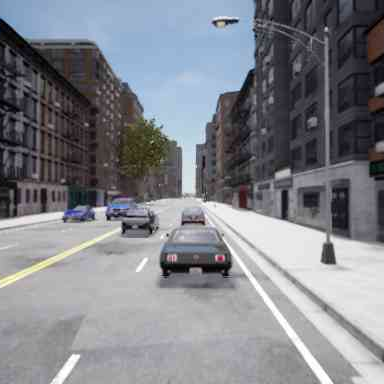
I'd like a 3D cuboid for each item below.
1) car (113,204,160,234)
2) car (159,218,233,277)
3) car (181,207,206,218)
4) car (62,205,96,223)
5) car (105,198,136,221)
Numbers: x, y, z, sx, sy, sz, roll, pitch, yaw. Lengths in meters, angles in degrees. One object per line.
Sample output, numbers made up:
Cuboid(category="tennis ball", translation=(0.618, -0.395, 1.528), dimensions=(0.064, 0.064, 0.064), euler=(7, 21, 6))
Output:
Cuboid(category="car", translation=(-3.154, 1.740, 20.883), dimensions=(2.128, 1.511, 4.902), euler=(0, -1, 0))
Cuboid(category="car", translation=(0.101, 1.726, 10.620), dimensions=(1.895, 1.301, 4.718), euler=(0, -1, 0))
Cuboid(category="car", translation=(0.092, 1.856, 25.734), dimensions=(2.033, 1.411, 5.357), euler=(0, -1, 0))
Cuboid(category="car", translation=(-9.851, 1.880, 29.395), dimensions=(1.812, 1.442, 4.674), euler=(0, -1, 0))
Cuboid(category="car", translation=(-6.601, 1.605, 31.733), dimensions=(2.150, 2.045, 5.566), euler=(0, -1, 0))
